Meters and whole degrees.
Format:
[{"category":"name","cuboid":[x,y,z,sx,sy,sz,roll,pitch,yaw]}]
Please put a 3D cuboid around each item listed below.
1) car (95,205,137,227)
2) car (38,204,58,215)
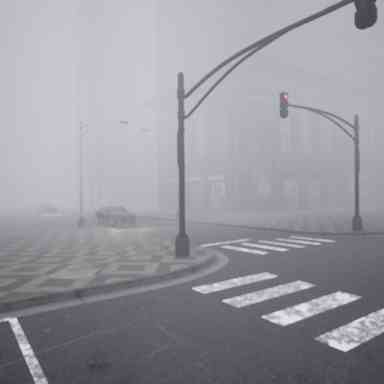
[{"category":"car","cuboid":[-6.021,1.802,25.957,1.882,1.535,5.008,-1,0,-35]},{"category":"car","cuboid":[-19.740,2.303,45.464,1.994,1.385,4.181,-1,-1,-35]}]
